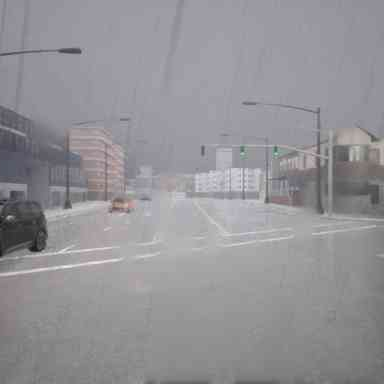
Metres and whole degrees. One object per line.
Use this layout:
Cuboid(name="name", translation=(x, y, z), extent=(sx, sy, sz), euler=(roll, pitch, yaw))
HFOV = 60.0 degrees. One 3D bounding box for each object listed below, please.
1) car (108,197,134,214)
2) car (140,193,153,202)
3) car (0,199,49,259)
Cuboid(name="car", translation=(-7.494, 1.338, 35.371), extent=(2.097, 1.767, 4.553), euler=(0, 1, -2))
Cuboid(name="car", translation=(-8.310, 0.892, 61.103), extent=(2.097, 1.767, 4.553), euler=(0, 0, -2))
Cuboid(name="car", translation=(-6.720, 1.294, 11.023), extent=(2.150, 2.045, 5.566), euler=(0, 0, -2))
